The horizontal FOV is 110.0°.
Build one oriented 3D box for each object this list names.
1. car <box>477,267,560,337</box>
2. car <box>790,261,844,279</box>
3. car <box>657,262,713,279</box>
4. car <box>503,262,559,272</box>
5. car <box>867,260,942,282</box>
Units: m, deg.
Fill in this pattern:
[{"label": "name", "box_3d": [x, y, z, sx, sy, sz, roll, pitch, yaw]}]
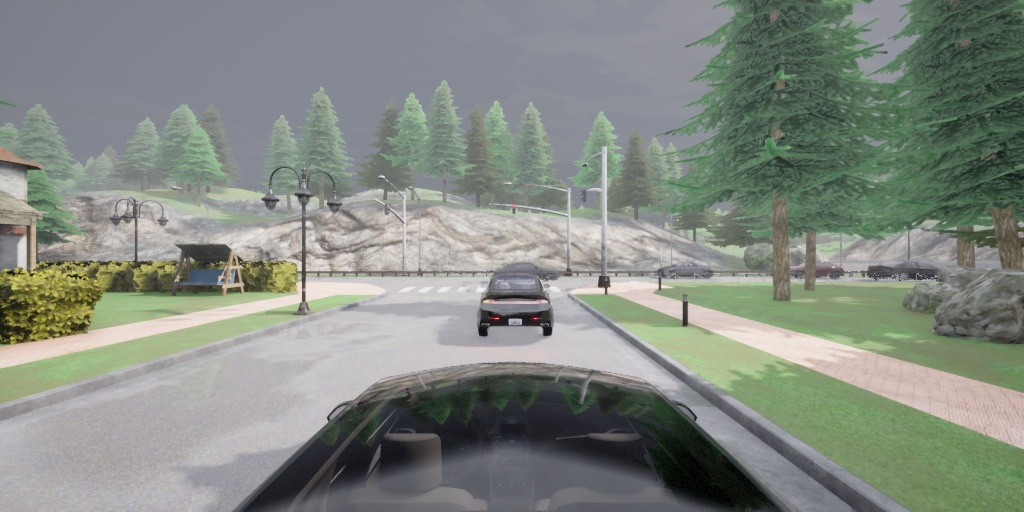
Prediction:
[{"label": "car", "box_3d": [0.094, 1.242, 10.333, 2.128, 1.511, 4.902, 0, 0, 1]}, {"label": "car", "box_3d": [24.473, 1.113, 29.411, 4.674, 1.442, 1.812, 0, 0, 0]}, {"label": "car", "box_3d": [14.171, 1.151, 29.465, 4.181, 1.385, 1.994, 0, 0, 0]}, {"label": "car", "box_3d": [1.098, 1.134, 25.790, 4.674, 1.442, 1.812, -1, 1, 0]}, {"label": "car", "box_3d": [28.580, 1.065, 25.746, 5.008, 1.535, 1.882, 0, 0, 0]}]
